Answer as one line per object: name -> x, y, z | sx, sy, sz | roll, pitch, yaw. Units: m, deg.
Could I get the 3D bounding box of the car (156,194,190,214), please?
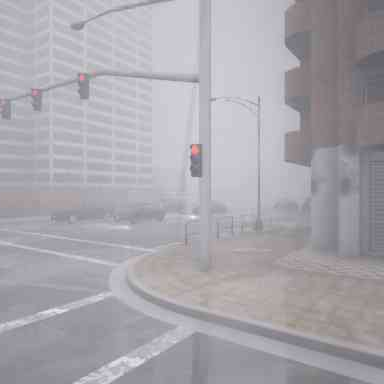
car -> -2.601, 1.352, 33.099 | 2.097, 1.767, 4.553 | 0, 0, 35

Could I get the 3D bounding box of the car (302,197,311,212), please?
car -> 14.466, 1.352, 38.722 | 2.097, 1.767, 4.553 | 0, 0, 35

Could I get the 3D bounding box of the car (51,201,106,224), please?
car -> -8.176, 1.478, 25.230 | 1.882, 1.535, 5.008 | 0, 0, 35

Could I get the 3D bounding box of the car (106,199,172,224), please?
car -> -3.875, 1.526, 25.218 | 1.812, 1.442, 4.674 | 0, 0, 35

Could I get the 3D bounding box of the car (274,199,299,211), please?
car -> 11.584, 1.526, 40.739 | 1.812, 1.442, 4.674 | 0, 0, 35

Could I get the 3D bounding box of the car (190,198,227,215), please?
car -> 1.821, 1.564, 33.271 | 1.994, 1.385, 4.181 | 0, 0, 36
